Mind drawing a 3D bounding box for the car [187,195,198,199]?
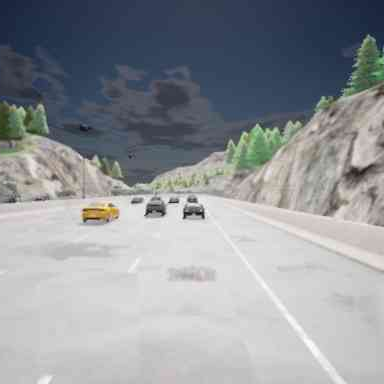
[{"bbox_3d":[0.027,1.348,65.450,2.097,1.767,4.553,0,0,0],"label":"car"}]

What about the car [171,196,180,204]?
[{"bbox_3d":[-3.471,1.552,65.464,1.994,1.385,4.181,0,0,0],"label":"car"}]

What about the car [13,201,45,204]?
[{"bbox_3d":[-21.086,1.432,43.974,1.882,1.535,5.008,0,0,0],"label":"car"}]

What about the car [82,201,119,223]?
[{"bbox_3d":[-6.921,1.462,25.609,1.882,1.535,5.008,0,0,0],"label":"car"}]

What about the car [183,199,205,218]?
[{"bbox_3d":[0.143,1.599,30.272,1.895,1.301,4.718,0,0,0],"label":"car"}]

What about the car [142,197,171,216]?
[{"bbox_3d":[-3.431,1.496,32.570,1.837,1.490,4.892,0,0,0],"label":"car"}]

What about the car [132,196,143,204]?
[{"bbox_3d":[-10.471,1.538,64.719,1.994,1.385,4.181,0,0,0],"label":"car"}]
